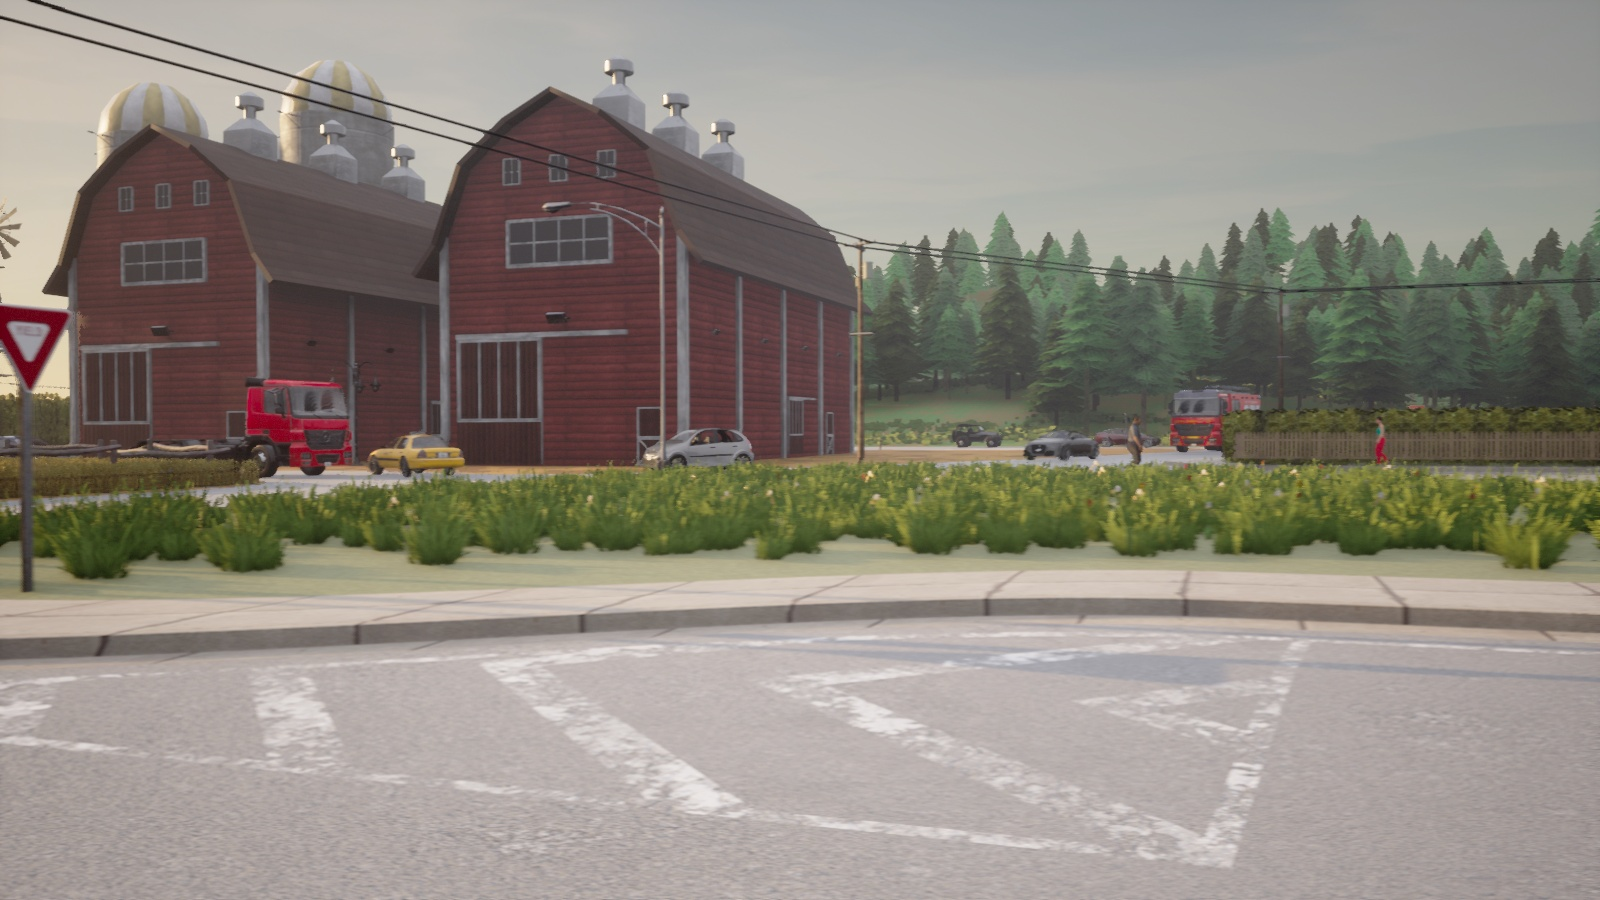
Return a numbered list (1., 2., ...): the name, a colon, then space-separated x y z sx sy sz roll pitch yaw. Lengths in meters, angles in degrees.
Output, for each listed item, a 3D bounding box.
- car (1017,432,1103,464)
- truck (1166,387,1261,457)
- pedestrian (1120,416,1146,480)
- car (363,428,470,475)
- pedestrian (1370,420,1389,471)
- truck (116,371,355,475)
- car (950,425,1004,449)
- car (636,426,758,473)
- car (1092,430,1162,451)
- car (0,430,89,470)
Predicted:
1. car: 12.136 -0.121 58.475 1.994 1.385 4.181 1 1 43
2. truck: 24.273 -1.621 73.373 2.891 3.827 8.468 1 1 36
3. pedestrian: 9.635 -0.066 36.355 0.694 1.848 0.540 0 1 12
4. car: -13.694 0.000 44.648 1.801 1.575 5.366 -1 1 -39
5. pedestrian: 20.986 -0.168 45.475 0.594 1.836 0.345 1 1 20
6. truck: -20.043 -0.945 44.602 7.936 3.462 2.891 1 1 20
7. car: 13.662 -1.018 96.952 3.866 1.878 1.905 0 1 20
8. car: -3.699 -0.060 45.232 3.988 1.617 1.851 -1 1 -35
9. car: 24.272 -0.714 93.157 4.792 1.488 2.163 1 1 20
10. car: -29.524 -0.020 47.551 4.674 1.442 1.812 0 1 16
